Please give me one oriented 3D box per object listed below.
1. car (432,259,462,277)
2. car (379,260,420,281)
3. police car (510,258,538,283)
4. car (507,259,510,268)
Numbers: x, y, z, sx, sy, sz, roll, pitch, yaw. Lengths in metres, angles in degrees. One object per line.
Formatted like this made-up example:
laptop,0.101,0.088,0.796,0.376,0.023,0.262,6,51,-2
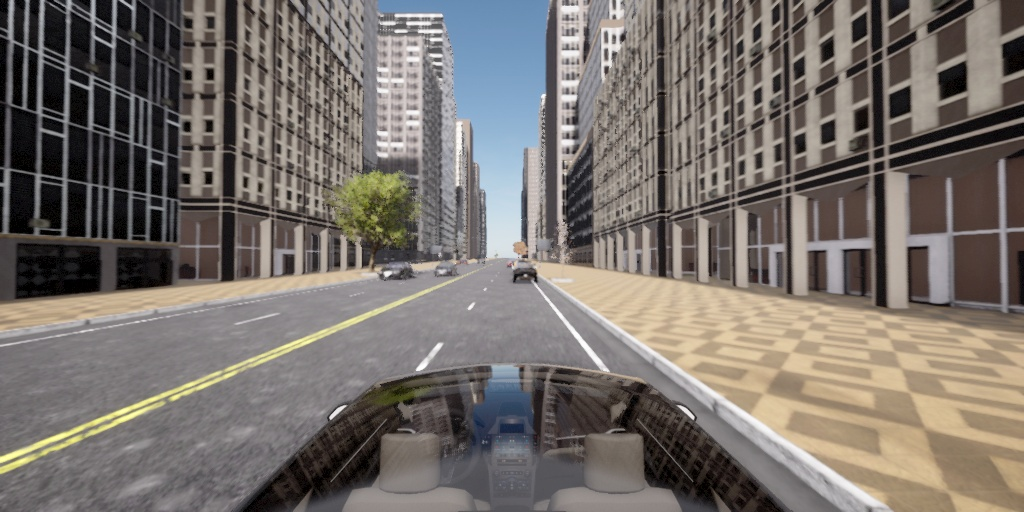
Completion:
car,-6.553,1.295,35.809,1.812,1.442,4.674,0,0,0
car,-9.822,1.258,30.736,2.128,1.511,4.902,0,0,0
police car,0.990,1.190,28.447,1.930,1.638,5.238,0,0,0
car,0.033,1.390,61.486,1.895,1.301,4.718,0,0,0
